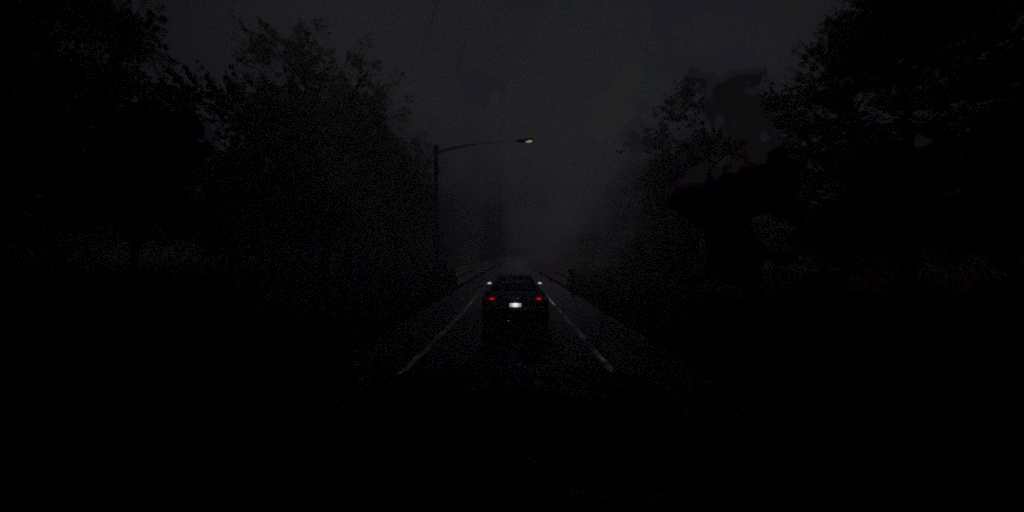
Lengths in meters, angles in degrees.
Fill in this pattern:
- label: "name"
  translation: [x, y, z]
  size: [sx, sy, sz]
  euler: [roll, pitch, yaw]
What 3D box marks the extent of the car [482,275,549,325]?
- label: "car"
  translation: [0.093, 1.316, 11.854]
  size: [1.994, 1.385, 4.181]
  euler: [0, 0, 0]
